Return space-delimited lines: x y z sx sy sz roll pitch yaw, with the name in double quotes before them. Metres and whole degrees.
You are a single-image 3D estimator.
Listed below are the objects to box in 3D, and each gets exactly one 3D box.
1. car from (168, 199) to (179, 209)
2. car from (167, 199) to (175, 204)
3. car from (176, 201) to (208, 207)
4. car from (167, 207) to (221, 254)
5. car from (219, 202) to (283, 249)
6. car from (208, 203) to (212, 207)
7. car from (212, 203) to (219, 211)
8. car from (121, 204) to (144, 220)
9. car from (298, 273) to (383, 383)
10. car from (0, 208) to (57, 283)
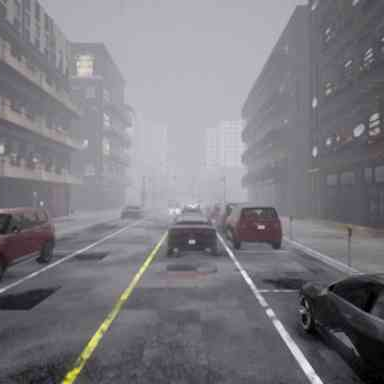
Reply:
"car" -3.036 2.147 58.538 2.128 1.511 4.902 0 -1 0
"car" -5.806 2.621 92.851 1.887 1.381 4.507 0 -1 0
"car" 0.008 1.799 28.486 2.128 1.511 4.902 0 0 0
"car" 0.019 1.629 14.230 1.882 1.535 5.008 0 0 0
"car" 2.689 1.478 15.307 2.192 1.841 5.009 0 -1 0
"car" 2.683 1.788 32.299 1.967 1.590 4.097 0 -1 0
"car" 2.687 1.538 20.973 2.192 1.841 5.009 0 -1 0
"car" -5.697 1.893 32.295 1.887 1.381 4.507 0 -1 0
"car" 2.692 1.609 3.976 1.947 1.339 4.313 0 -1 0
"car" -5.689 1.418 9.642 2.192 1.841 5.009 0 -1 0
